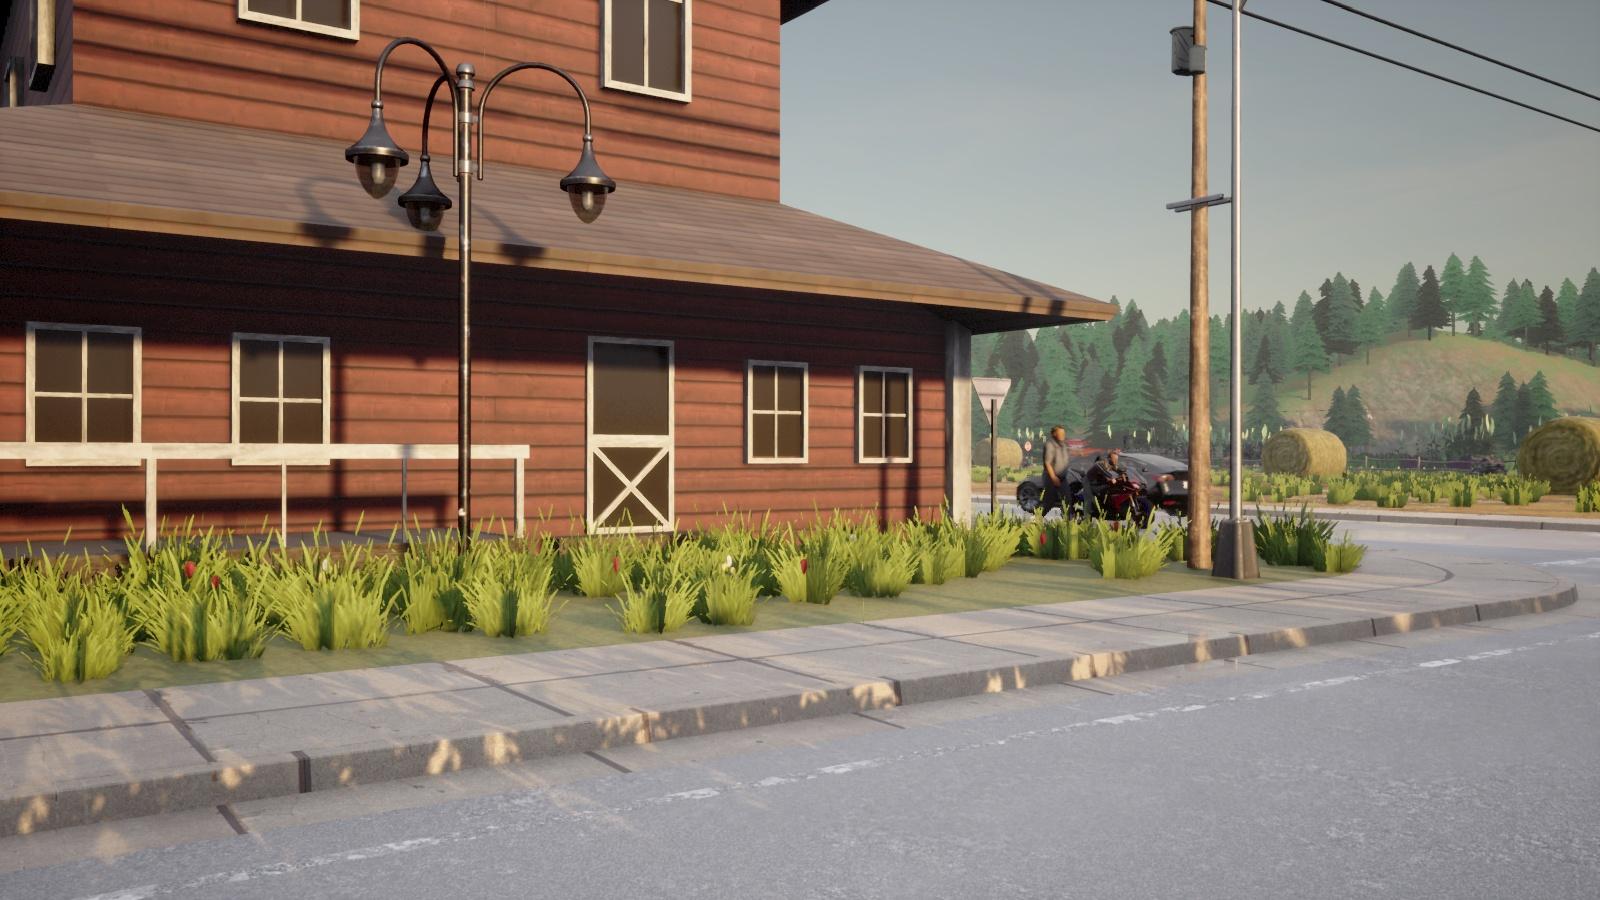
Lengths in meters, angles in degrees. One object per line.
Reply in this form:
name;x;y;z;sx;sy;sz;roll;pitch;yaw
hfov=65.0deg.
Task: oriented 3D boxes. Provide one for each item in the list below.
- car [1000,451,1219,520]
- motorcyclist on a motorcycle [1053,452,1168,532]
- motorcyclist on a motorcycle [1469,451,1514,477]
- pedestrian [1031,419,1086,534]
car;7.217;0.775;29.736;2.163;1.488;4.792;0;0;-35
motorcyclist on a motorcycle;6.203;0.801;25.174;0.866;1.530;2.191;0;0;-36
motorcyclist on a motorcycle;41.382;0.841;75.192;0.866;1.530;2.191;0;0;-32
pedestrian;4.224;0.421;20.521;0.540;1.848;0.694;0;0;-33
